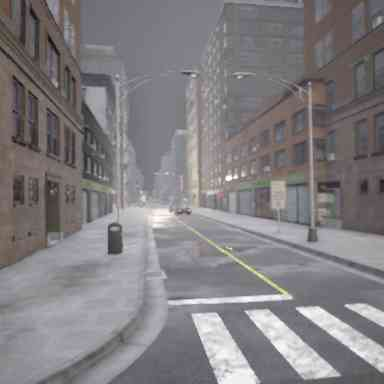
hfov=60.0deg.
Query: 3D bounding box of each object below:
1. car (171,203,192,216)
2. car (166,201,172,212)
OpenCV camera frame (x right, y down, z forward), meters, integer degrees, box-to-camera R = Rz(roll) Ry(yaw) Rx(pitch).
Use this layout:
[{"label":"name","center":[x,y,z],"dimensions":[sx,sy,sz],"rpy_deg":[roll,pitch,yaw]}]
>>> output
[{"label":"car","center":[-1.220,2.384,43.294],"dimensions":[1.895,1.301,4.718],"rpy_deg":[-1,-1,-7]},{"label":"car","center":[-2.627,2.539,53.217],"dimensions":[2.033,1.411,5.357],"rpy_deg":[-1,-1,-8]}]
